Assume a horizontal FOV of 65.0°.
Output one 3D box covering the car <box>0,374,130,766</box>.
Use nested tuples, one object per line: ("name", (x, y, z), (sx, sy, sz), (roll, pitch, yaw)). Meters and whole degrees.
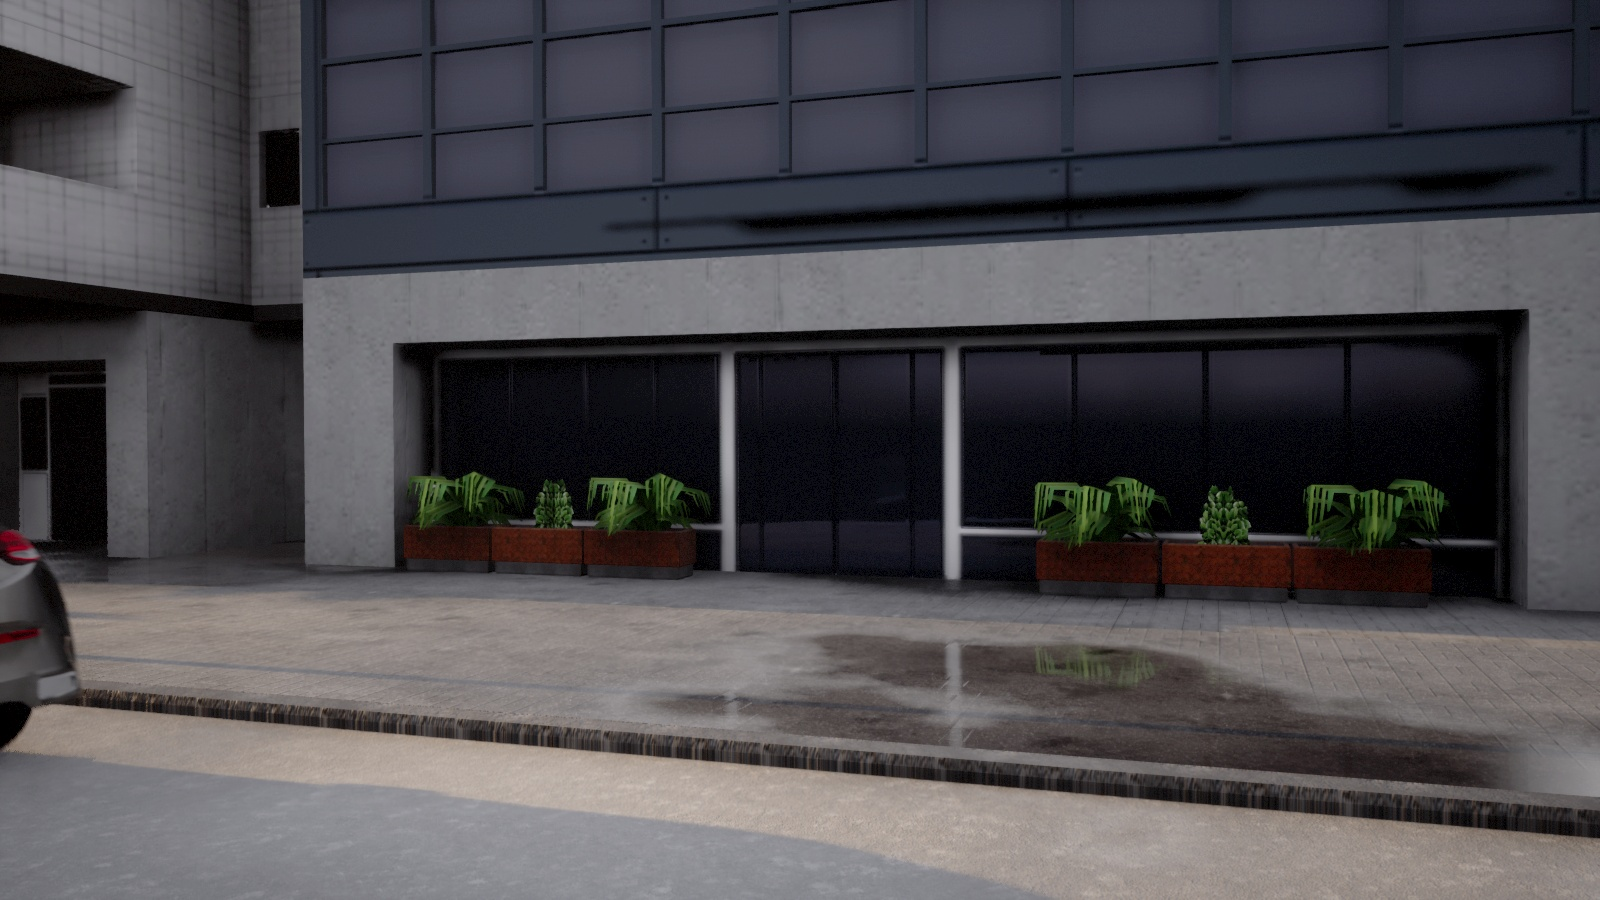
("car", (-5.880, 0.492, 5.690), (5.027, 1.651, 2.152), (1, 1, 19))
